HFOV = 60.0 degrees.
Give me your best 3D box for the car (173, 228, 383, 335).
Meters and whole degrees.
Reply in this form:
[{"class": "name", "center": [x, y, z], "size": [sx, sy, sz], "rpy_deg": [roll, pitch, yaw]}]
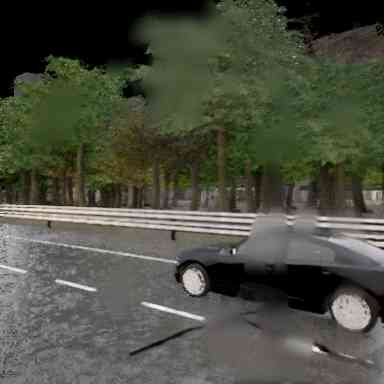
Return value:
[{"class": "car", "center": [1.881, 1.480, 6.829], "size": [5.008, 1.535, 1.882], "rpy_deg": [0, 0, 36]}]
